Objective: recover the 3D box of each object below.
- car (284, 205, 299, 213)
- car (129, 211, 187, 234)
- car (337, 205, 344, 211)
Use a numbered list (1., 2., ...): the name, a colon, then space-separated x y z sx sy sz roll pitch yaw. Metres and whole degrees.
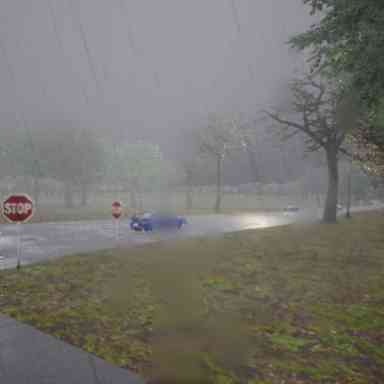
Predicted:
1. car: 20.266 3.345 67.615 1.882 1.535 5.008 2 -1 36
2. car: -2.302 2.123 24.221 1.882 1.535 5.008 2 -1 36
3. car: 38.074 4.134 86.392 1.812 1.442 4.674 2 0 36
